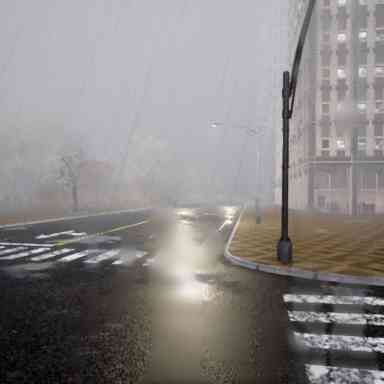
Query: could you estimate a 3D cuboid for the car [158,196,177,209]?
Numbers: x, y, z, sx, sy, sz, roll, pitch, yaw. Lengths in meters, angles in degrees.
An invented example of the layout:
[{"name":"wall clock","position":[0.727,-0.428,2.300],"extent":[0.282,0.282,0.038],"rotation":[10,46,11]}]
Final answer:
[{"name":"car","position":[-3.994,1.680,55.013],"extent":[2.150,2.045,5.566],"rotation":[1,-1,10]}]
